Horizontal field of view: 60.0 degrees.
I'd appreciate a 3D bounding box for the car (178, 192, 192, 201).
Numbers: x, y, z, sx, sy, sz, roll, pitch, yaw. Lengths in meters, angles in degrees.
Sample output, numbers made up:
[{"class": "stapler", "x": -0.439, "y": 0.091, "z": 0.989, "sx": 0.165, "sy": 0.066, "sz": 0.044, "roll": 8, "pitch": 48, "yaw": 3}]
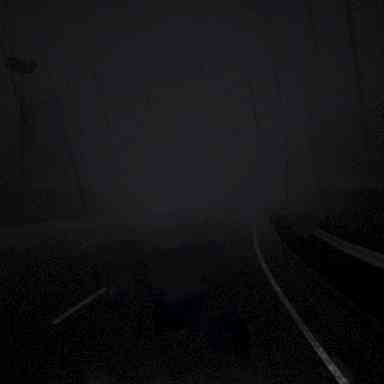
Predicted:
[{"class": "car", "x": -1.958, "y": 1.365, "z": 76.418, "sx": 1.895, "sy": 1.301, "sz": 4.718, "roll": 0, "pitch": 0, "yaw": 8}]
